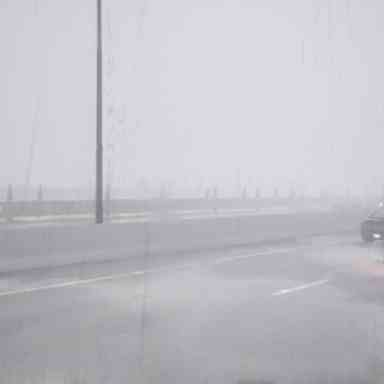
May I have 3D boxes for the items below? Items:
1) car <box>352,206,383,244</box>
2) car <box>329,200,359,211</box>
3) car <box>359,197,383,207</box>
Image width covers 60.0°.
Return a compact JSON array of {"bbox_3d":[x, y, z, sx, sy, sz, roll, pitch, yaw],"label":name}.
[{"bbox_3d":[9.377,1.506,14.733,4.892,1.490,1.837,0,0,-35],"label":"car"},{"bbox_3d":[17.895,1.605,38.240,4.718,1.301,1.895,0,0,-35],"label":"car"},{"bbox_3d":[20.443,1.355,35.754,4.553,1.767,2.097,0,0,-35],"label":"car"}]
